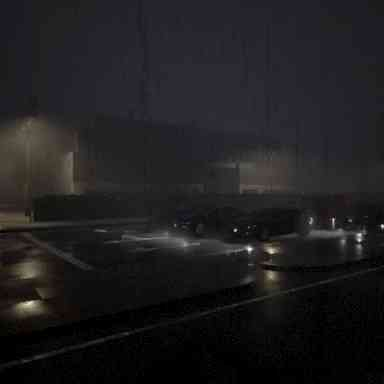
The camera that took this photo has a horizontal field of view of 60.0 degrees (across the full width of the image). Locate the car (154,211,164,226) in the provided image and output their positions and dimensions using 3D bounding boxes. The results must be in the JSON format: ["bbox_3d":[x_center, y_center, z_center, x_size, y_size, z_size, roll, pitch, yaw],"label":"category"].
[{"bbox_3d":[-0.142,1.478,22.122,5.008,1.535,1.882,0,0,-34],"label":"car"}]

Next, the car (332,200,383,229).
[{"bbox_3d":[11.714,1.492,21.747,4.902,1.511,2.128,0,0,-35],"label":"car"}]

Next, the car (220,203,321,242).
[{"bbox_3d":[3.969,1.505,16.464,4.892,1.490,1.837,0,0,-34],"label":"car"}]

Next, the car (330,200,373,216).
[{"bbox_3d":[16.032,1.526,33.257,4.674,1.442,1.812,0,0,-35],"label":"car"}]

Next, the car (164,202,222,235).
[{"bbox_3d":[1.136,1.505,18.757,4.892,1.490,1.837,0,0,-34],"label":"car"}]

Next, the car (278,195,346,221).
[{"bbox_3d":[9.160,1.221,24.235,5.566,2.045,2.150,0,0,-35],"label":"car"}]
